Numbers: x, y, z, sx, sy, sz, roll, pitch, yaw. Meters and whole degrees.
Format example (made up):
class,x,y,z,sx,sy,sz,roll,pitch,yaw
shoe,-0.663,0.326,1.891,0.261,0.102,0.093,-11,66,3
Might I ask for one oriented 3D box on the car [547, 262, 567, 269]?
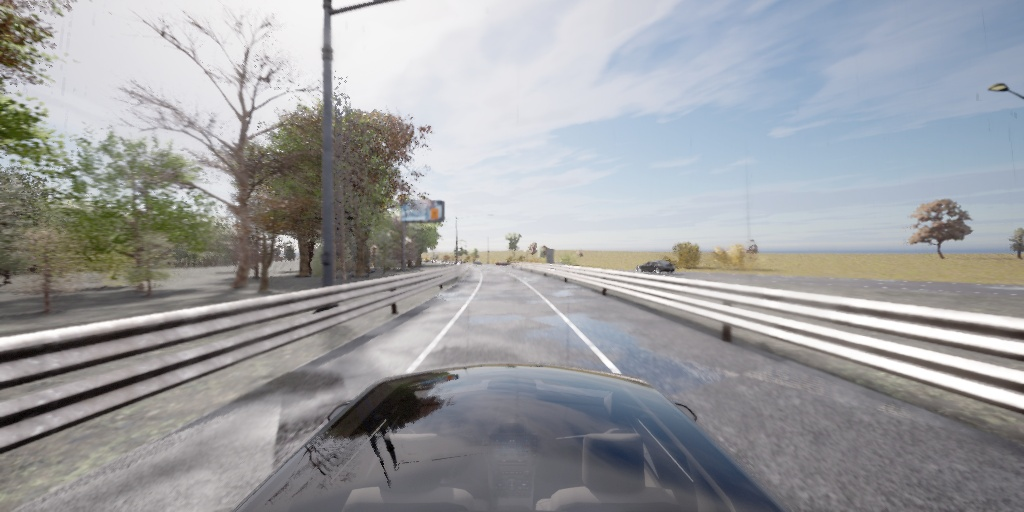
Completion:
class,x,y,z,sx,sy,sz,roll,pitch,yaw
car,7.625,1.616,62.642,1.895,1.301,4.718,-1,0,-20

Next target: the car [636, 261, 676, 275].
class,x,y,z,sx,sy,sz,roll,pitch,yaw
car,15.962,1.264,40.107,1.837,1.490,4.892,-1,0,-20
